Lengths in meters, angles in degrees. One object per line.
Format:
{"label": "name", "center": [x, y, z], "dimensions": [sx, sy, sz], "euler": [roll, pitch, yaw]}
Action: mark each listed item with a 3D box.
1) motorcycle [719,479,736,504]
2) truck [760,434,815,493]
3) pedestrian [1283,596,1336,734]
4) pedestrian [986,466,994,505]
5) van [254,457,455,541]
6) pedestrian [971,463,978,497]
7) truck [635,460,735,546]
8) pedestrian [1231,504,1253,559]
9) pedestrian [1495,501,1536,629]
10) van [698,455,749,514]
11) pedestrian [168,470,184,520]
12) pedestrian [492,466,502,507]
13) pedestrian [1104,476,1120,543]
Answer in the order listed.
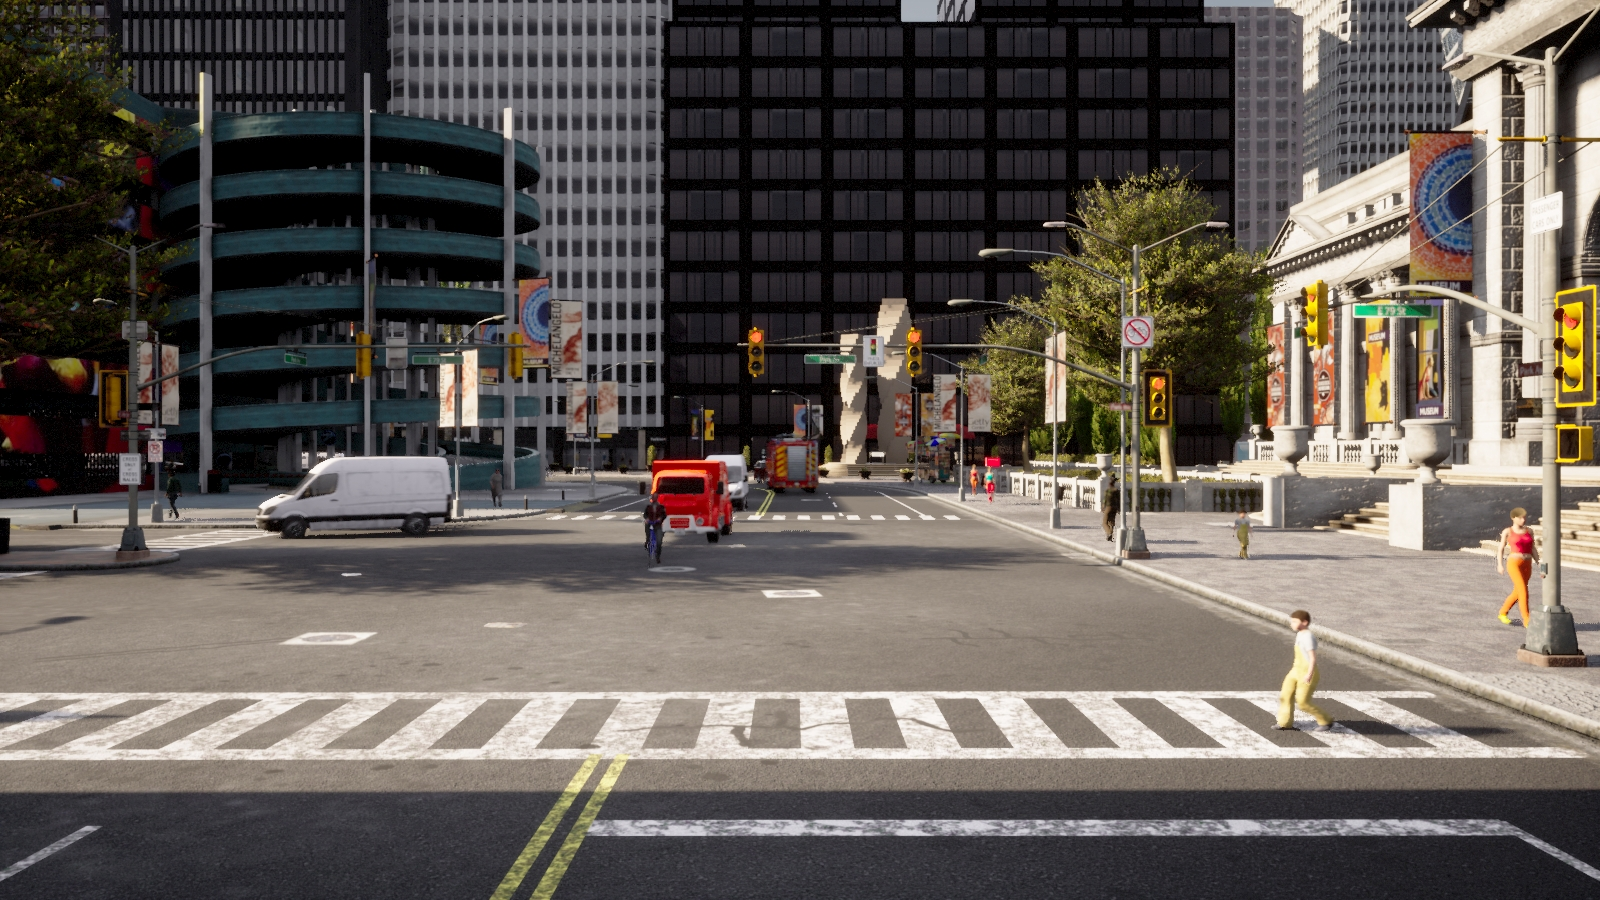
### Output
{"label": "motorcycle", "center": [-3.800, 2.159, 59.913], "dimensions": [0.856, 1.236, 1.805], "euler": [0, 0, -5]}
{"label": "truck", "center": [-0.936, 0.861, 77.586], "dimensions": [2.891, 3.827, 8.468], "euler": [0, 0, -6]}
{"label": "pedestrian", "center": [5.055, 2.124, 11.351], "dimensions": [0.375, 1.300, 0.375], "euler": [0, 0, 3]}
{"label": "pedestrian", "center": [9.052, 1.675, 54.379], "dimensions": [0.375, 1.860, 0.375], "euler": [0, 0, 10]}
{"label": "van", "center": [-14.562, 1.519, 37.476], "dimensions": [5.915, 2.561, 1.988], "euler": [0, 1, -29]}
{"label": "pedestrian", "center": [9.756, 1.670, 64.026], "dimensions": [0.375, 1.860, 0.375], "euler": [0, 0, 6]}
{"label": "truck", "center": [-3.487, 1.554, 35.763], "dimensions": [2.627, 2.467, 5.204], "euler": [0, 0, 0]}
{"label": "pedestrian", "center": [10.707, 1.966, 27.666], "dimensions": [0.375, 1.300, 0.375], "euler": [0, 0, -5]}
{"label": "pedestrian", "center": [10.622, 1.689, 16.962], "dimensions": [0.375, 1.860, 0.375], "euler": [0, 0, 4]}
{"label": "van", "center": [-3.504, 1.514, 53.207], "dimensions": [1.988, 2.561, 5.915], "euler": [0, 0, 0]}
{"label": "pedestrian", "center": [-23.327, 1.680, 42.737], "dimensions": [0.375, 1.860, 0.375], "euler": [0, 0, 12]}
{"label": "pedestrian", "center": [-13.862, 1.676, 52.261], "dimensions": [0.375, 1.860, 0.375], "euler": [0, 0, -30]}
{"label": "pedestrian", "center": [8.859, 1.683, 32.449], "dimensions": [0.375, 1.860, 0.375], "euler": [0, 0, 0]}
